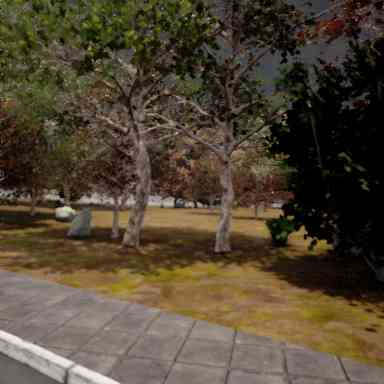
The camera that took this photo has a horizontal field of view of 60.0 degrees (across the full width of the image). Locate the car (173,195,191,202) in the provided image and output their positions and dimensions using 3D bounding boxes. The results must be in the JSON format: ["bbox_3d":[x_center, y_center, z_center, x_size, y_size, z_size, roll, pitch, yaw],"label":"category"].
[{"bbox_3d":[-2.744,1.809,93.927,2.435,2.045,5.566,5,1,42],"label":"car"}]
